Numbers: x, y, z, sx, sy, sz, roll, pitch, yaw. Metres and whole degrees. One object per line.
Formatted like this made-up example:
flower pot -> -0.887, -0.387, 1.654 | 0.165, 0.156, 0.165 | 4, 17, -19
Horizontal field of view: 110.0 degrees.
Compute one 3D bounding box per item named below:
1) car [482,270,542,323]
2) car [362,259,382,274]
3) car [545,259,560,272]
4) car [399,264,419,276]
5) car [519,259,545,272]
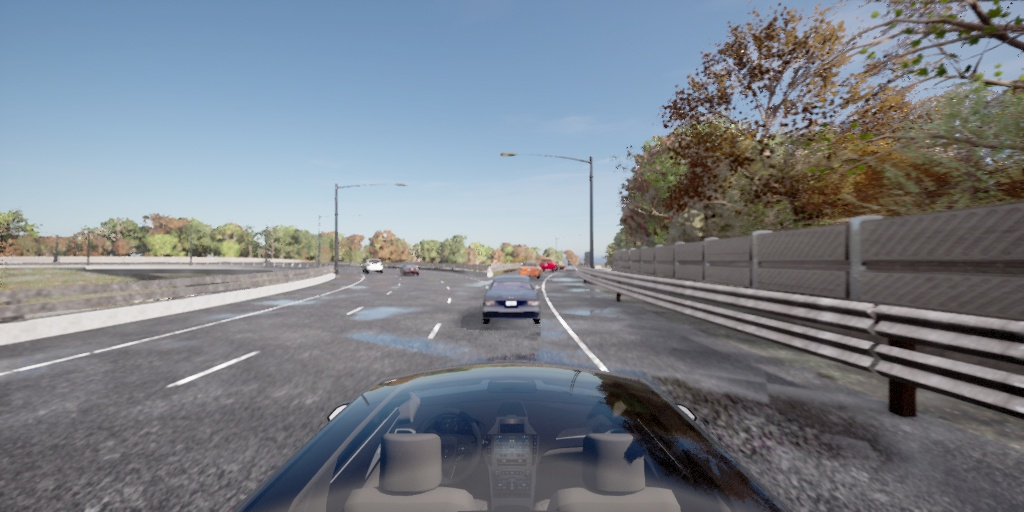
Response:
car -> 0.004, 1.390, 12.547 | 2.033, 1.411, 5.357 | 0, 0, 1
car -> -20.280, 1.450, 52.025 | 2.150, 2.045, 5.566 | 0, -1, -29
car -> 5.592, 1.416, 54.983 | 2.150, 2.045, 5.566 | 0, -1, 14
car -> -13.040, 1.702, 45.398 | 2.033, 1.411, 5.357 | 0, -1, -24
car -> 1.995, 1.402, 37.354 | 2.097, 1.767, 4.553 | 0, 0, 8
